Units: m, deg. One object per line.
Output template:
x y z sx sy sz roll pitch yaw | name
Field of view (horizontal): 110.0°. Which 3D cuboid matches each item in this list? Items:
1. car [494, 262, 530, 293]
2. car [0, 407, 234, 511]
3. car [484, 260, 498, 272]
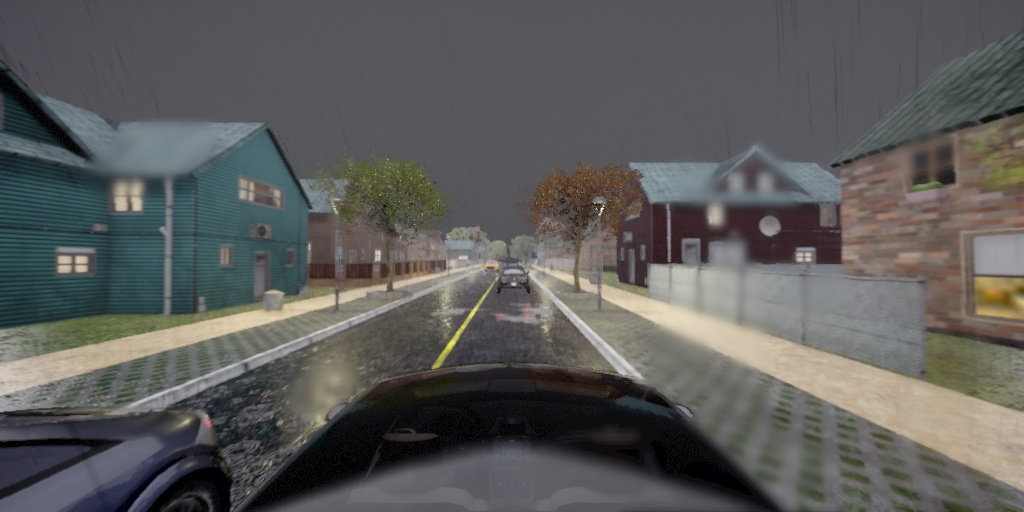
0.089 1.307 21.178 1.812 1.442 4.674 0 0 0 | car
-2.849 1.313 0.643 1.994 1.385 4.181 0 0 0 | car
-2.794 1.355 50.235 1.882 1.535 5.008 0 0 0 | car
